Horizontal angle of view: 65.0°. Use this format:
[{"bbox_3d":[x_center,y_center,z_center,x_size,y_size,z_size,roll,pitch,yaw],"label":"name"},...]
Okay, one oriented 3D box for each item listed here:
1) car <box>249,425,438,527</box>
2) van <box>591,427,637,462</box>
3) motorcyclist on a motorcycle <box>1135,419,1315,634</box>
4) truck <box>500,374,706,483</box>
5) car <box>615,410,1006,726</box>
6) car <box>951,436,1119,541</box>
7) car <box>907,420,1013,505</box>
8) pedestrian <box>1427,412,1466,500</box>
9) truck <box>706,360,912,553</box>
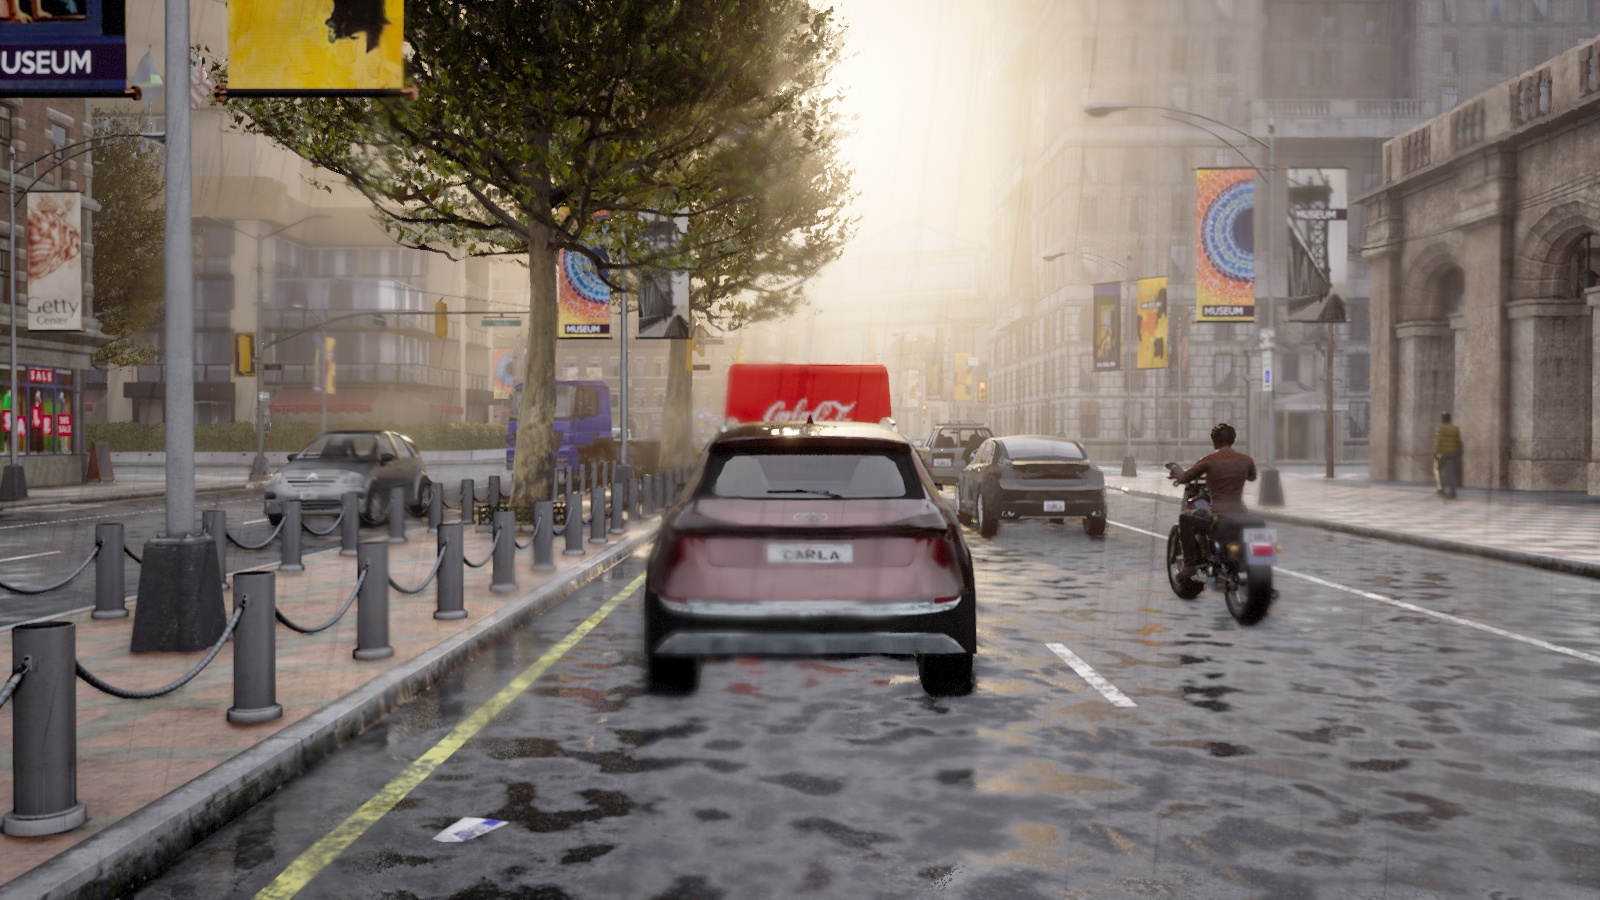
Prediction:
[{"bbox_3d":[-7.858,0.397,22.035,1.851,1.617,3.988,0,1,0],"label":"car"},{"bbox_3d":[-11.021,-0.356,74.621,2.069,2.038,4.480,0,1,0],"label":"van"},{"bbox_3d":[3.578,0.580,10.832,0.766,1.649,2.350,0,0,0],"label":"motorcyclist on a motorcycle"},{"bbox_3d":[-6.655,-0.723,43.982,2.891,3.462,7.936,0,1,28],"label":"truck"},{"bbox_3d":[0.067,0.578,8.963,2.033,1.649,4.856,0,1,0],"label":"car"},{"bbox_3d":[3.633,0.531,20.296,1.837,1.490,4.892,0,0,0],"label":"car"},{"bbox_3d":[3.686,0.241,29.690,1.932,1.855,4.605,0,1,1],"label":"car"},{"bbox_3d":[13.684,0.122,26.591,0.431,1.840,0.709,0,1,0],"label":"pedestrian"},{"bbox_3d":[0.124,0.055,18.637,2.627,2.467,5.204,0,1,0],"label":"truck"}]
